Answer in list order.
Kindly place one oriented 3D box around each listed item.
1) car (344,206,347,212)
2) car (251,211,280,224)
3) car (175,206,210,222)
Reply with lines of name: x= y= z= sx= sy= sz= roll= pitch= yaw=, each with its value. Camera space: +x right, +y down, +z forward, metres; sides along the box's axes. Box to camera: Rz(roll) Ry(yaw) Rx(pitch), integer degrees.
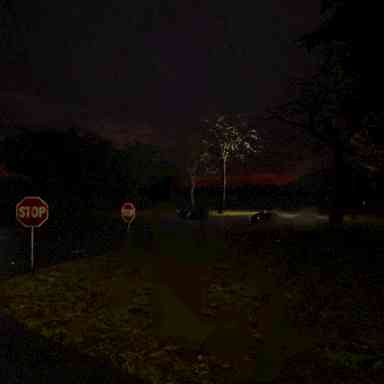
car: x=38.623 y=4.114 z=85.917 sx=2.097 sy=1.767 sz=4.553 roll=1 pitch=-1 yaw=36
car: x=8.409 y=2.850 z=37.780 sx=1.994 sy=1.385 sz=4.181 roll=1 pitch=-1 yaw=36
car: x=0.109 y=2.382 z=38.209 sx=2.097 sy=1.767 sz=4.553 roll=1 pitch=-1 yaw=36
